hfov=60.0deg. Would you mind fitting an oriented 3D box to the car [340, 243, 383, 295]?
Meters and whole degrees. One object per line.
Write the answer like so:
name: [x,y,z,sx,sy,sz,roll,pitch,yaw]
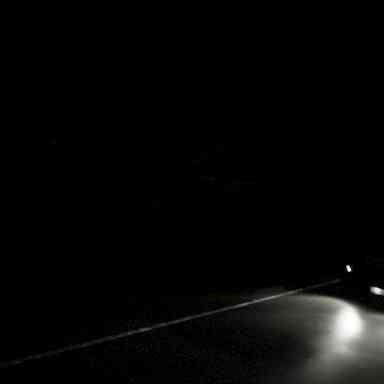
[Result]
car: [5.892,1.550,7.937,5.357,1.411,2.033,0,0,-32]
